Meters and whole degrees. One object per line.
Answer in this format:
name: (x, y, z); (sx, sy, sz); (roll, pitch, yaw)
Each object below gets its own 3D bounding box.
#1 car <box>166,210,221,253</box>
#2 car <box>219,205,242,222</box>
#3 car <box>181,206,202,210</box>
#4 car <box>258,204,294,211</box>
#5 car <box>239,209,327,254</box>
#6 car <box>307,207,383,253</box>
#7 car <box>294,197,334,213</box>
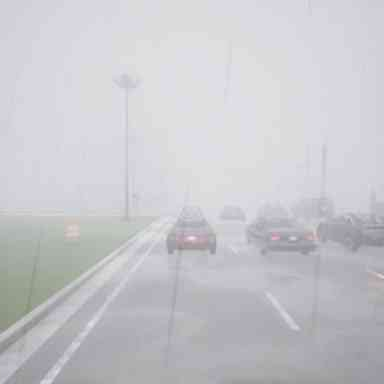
car: (-0.009, 1.700, 14.283); (1.994, 1.385, 4.181); (0, 0, 0)
car: (3.479, 1.840, 29.276); (1.994, 1.385, 4.181); (0, 0, 0)
car: (-0.023, 1.875, 29.110); (1.895, 1.301, 4.718); (0, 0, 0)
car: (6.979, 1.769, 29.305); (2.128, 1.511, 4.902); (0, 0, 0)
car: (3.489, 1.680, 13.996); (2.033, 1.411, 5.357); (0, -1, 0)
car: (6.991, 1.628, 14.306); (2.128, 1.511, 4.902); (0, 0, 0)
car: (10.476, 1.490, 29.035); (2.150, 2.045, 5.566); (0, 0, 0)
